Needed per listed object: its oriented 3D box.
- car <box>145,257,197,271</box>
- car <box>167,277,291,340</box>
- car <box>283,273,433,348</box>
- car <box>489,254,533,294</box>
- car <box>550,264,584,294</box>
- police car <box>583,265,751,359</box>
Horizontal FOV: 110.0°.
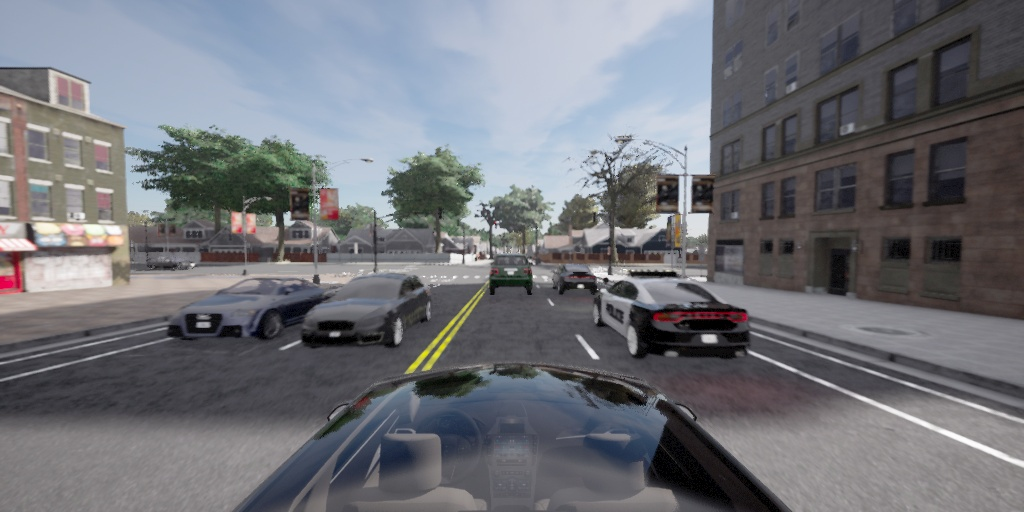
[{"bbox_3d":[-38.976,0.863,41.108,4.902,1.511,2.128,0,2,1],"label":"car"},{"bbox_3d":[-6.596,1.277,9.653,1.994,1.385,4.181,0,0,0],"label":"car"},{"bbox_3d":[-3.347,1.220,9.207,1.837,1.490,4.892,0,0,0],"label":"car"},{"bbox_3d":[-0.041,0.899,19.627,2.150,2.045,5.566,0,0,0],"label":"car"},{"bbox_3d":[3.249,1.184,19.389,1.837,1.490,4.892,0,0,0],"label":"car"},{"bbox_3d":[3.250,1.144,8.490,1.930,1.638,5.238,0,0,0],"label":"police car"}]
